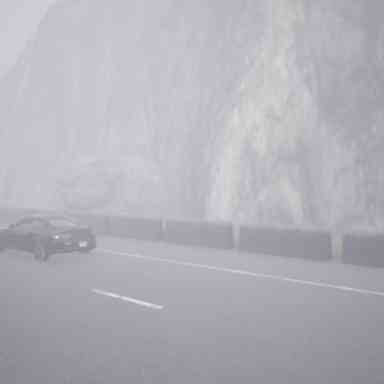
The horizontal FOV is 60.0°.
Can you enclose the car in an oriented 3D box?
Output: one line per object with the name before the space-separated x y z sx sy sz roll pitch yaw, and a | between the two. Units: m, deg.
car | -5.420 1.521 12.162 4.674 1.442 1.812 0 0 36
